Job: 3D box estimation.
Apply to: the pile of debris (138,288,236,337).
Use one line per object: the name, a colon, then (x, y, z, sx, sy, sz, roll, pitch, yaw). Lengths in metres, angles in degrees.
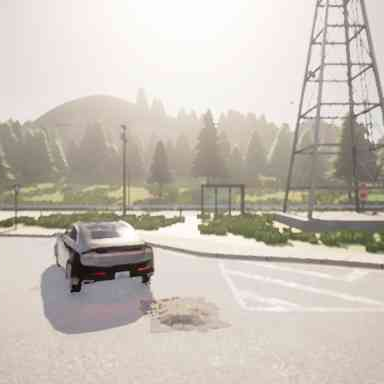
pile of debris: (-0.200, 2.176, 6.210, 1.500, 0.140, 1.860, 0, 0, -12)

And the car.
car: (-2.549, 1.493, 9.006, 2.128, 1.511, 4.902, 0, 0, -27)
